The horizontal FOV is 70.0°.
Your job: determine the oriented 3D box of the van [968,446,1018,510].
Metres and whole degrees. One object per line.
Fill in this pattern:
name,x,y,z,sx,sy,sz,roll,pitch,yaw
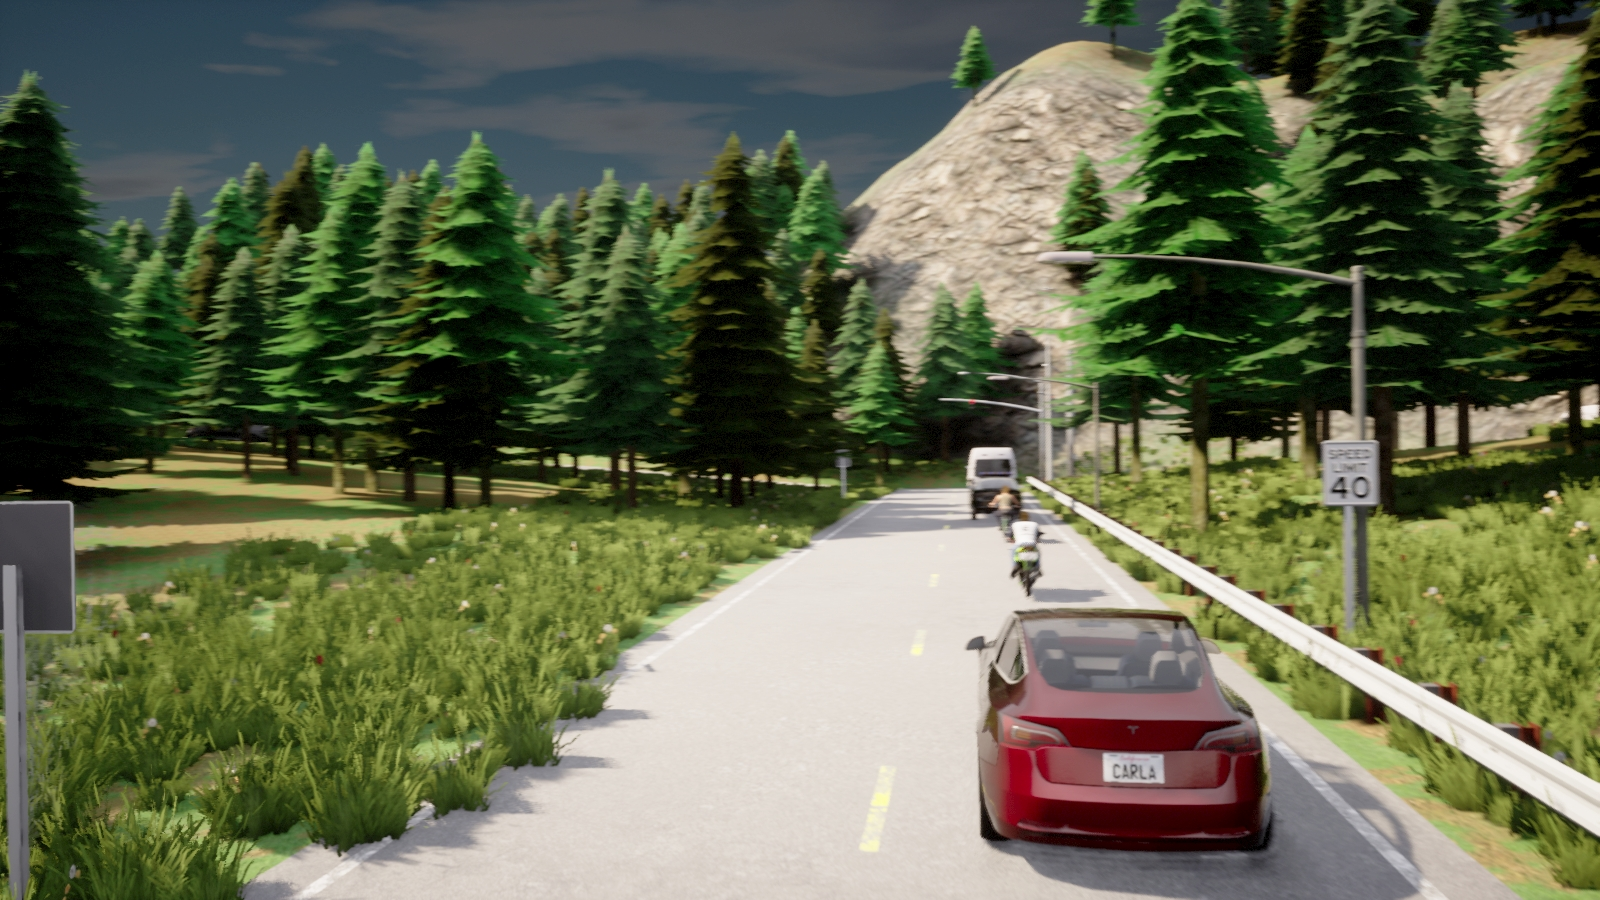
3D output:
van,8.365,1.151,49.927,1.988,2.561,5.915,-1,0,8

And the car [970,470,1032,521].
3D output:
car,7.416,1.648,42.572,2.097,1.638,5.238,-1,0,8

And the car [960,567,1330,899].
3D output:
car,2.463,1.961,9.345,2.163,1.488,4.792,-1,0,9

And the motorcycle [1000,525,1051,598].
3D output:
motorcycle,4.137,2.030,21.046,0.803,1.145,2.033,-1,0,8
